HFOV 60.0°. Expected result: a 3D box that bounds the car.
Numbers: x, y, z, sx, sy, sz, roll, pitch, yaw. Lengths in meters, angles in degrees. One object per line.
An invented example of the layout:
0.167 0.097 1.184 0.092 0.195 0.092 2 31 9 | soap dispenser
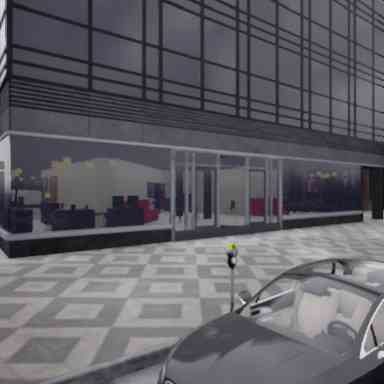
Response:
1.698 1.547 3.799 4.403 1.369 2.008 0 0 -36 | car
